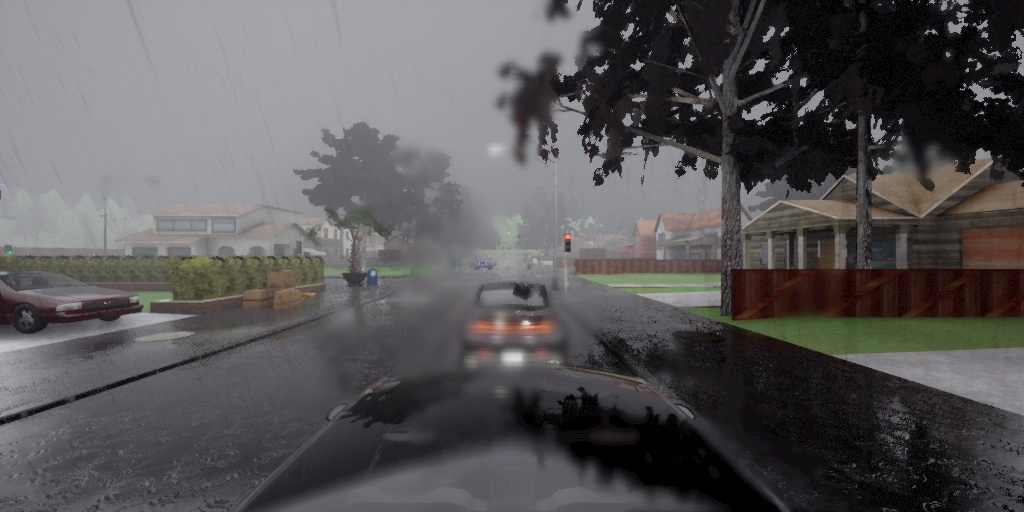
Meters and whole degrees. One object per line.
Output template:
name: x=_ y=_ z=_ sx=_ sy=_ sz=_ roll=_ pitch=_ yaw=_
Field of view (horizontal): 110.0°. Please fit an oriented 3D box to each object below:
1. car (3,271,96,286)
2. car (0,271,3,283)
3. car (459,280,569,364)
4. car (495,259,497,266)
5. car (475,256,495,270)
car: x=-33.855 y=1.242 z=26.755 sx=4.902 sy=1.511 sz=2.128 roll=0 pitch=0 yaw=0
car: x=-43.858 y=1.241 z=30.852 sx=4.902 sy=1.511 sz=2.128 roll=0 pitch=0 yaw=0
car: x=0.046 y=1.255 z=7.667 sx=1.837 sy=1.490 sz=4.892 roll=0 pitch=0 yaw=1
car: x=-4.039 y=1.241 z=62.319 sx=2.128 sy=1.511 sz=4.902 roll=0 pitch=0 yaw=0
car: x=-4.072 y=0.971 z=52.269 sx=2.150 sy=2.045 sz=5.566 roll=0 pitch=0 yaw=0
